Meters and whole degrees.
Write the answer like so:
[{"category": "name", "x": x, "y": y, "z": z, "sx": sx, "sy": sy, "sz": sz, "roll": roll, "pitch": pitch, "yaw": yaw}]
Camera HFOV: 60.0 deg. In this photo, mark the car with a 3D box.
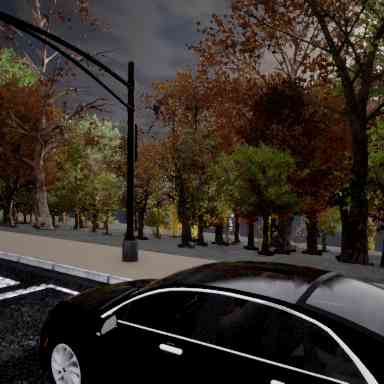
[{"category": "car", "x": 0.370, "y": 1.505, "z": 3.411, "sx": 4.892, "sy": 1.490, "sz": 1.837, "roll": 0, "pitch": 0, "yaw": 36}]
